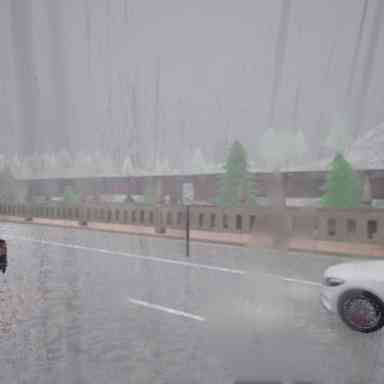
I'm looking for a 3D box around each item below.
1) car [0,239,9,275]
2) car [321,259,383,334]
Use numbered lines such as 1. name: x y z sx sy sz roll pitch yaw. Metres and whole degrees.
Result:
1. car: -6.870 1.486 8.892 5.008 1.535 1.882 0 0 36
2. car: 4.461 1.524 5.088 4.674 1.442 1.812 0 0 36
